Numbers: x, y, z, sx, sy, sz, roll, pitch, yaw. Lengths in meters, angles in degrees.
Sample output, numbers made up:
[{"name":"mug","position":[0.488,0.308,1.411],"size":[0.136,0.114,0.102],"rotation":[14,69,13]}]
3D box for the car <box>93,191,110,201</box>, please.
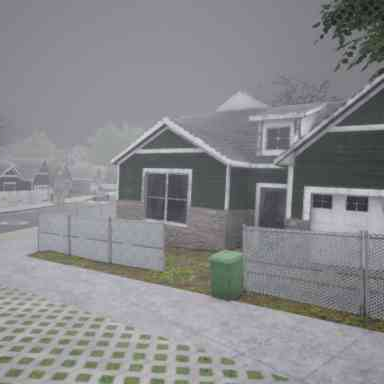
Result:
[{"name":"car","position":[-14.322,0.609,52.828],"size":[1.837,1.490,4.892],"rotation":[3,1,-3]}]
